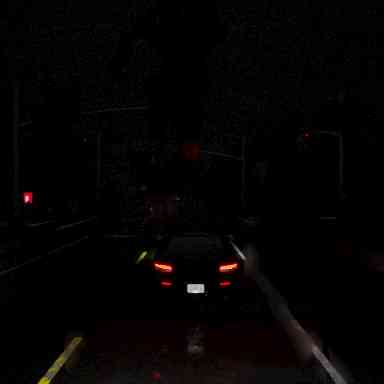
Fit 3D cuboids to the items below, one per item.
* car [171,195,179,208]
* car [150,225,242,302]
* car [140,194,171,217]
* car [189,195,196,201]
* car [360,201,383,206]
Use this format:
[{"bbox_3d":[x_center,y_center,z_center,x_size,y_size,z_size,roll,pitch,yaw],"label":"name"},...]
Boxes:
[{"bbox_3d":[-3.536,1.492,49.048,2.128,1.511,4.902,0,0,0],"label":"car"},{"bbox_3d":[0.083,1.526,8.137,1.812,1.442,4.674,0,0,0],"label":"car"},{"bbox_3d":[-3.560,1.223,32.096,2.150,2.045,5.566,0,0,0],"label":"car"},{"bbox_3d":[0.099,1.525,80.931,2.128,1.511,4.902,0,0,0],"label":"car"},{"bbox_3d":[15.574,1.528,28.695,5.357,1.411,2.033,0,0,-6],"label":"car"}]
